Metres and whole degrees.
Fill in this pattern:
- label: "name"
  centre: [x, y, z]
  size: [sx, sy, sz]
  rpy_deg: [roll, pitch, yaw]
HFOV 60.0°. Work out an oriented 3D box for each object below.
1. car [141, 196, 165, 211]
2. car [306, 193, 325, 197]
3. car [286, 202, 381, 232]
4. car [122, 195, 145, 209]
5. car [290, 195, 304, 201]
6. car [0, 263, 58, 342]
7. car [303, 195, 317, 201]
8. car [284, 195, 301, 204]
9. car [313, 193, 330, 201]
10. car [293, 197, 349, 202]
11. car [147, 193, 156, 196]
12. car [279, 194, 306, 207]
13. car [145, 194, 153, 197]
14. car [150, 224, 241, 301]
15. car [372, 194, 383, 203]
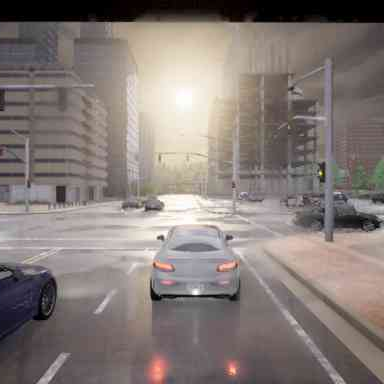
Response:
- label: "car"
  centre: [-4.458, 1.564, 39.904]
  size: [1.994, 1.385, 4.181]
  rpy_deg: [0, 0, 1]
- label: "car"
  centre: [15.972, 1.156, 44.221]
  size: [1.905, 1.878, 3.866]
  rpy_deg: [0, 0, 0]
- label: "car"
  centre: [8.323, 1.504, 19.344]
  size: [4.892, 1.490, 1.837]
  rpy_deg: [0, 0, 0]
- label: "car"
  centre: [-8.074, 1.352, 44.810]
  size: [2.097, 1.767, 4.553]
  rpy_deg: [0, 0, 0]
- label: "car"
  centre: [24.299, 1.395, 76.827]
  size: [1.970, 1.475, 3.806]
  rpy_deg: [0, 0, 0]
- label: "car"
  centre: [-3.441, 1.526, 4.346]
  size: [1.812, 1.442, 4.674]
  rpy_deg: [0, 0, 0]
- label: "car"
  centre: [27.194, 1.364, 76.840]
  size: [1.784, 1.438, 3.905]
  rpy_deg: [0, 0, 0]
- label: "car"
  centre: [18.599, 1.395, 61.700]
  size: [1.970, 1.475, 3.806]
  rpy_deg: [0, 0, 0]
- label: "car"
  centre: [29.877, 1.153, 76.902]
  size: [1.932, 1.855, 4.605]
  rpy_deg: [0, 0, 0]
- label: "car"
  centre: [12.107, 1.491, 30.027]
  size: [4.902, 1.511, 2.128]
  rpy_deg: [0, 0, 0]
- label: "car"
  centre: [-8.183, 1.221, 65.841]
  size: [2.150, 2.045, 5.566]
  rpy_deg: [0, 0, -1]
- label: "car"
  centre: [13.077, 1.153, 44.262]
  size: [1.932, 1.855, 4.605]
  rpy_deg: [0, 0, 0]
- label: "car"
  centre: [-8.148, 1.478, 55.261]
  size: [1.882, 1.535, 5.008]
  rpy_deg: [0, 0, 0]
- label: "car"
  centre: [0.073, 1.526, 8.220]
  size: [1.812, 1.442, 4.674]
  rpy_deg: [0, 0, 0]
- label: "car"
  centre: [35.496, 1.153, 61.866]
  size: [1.932, 1.855, 4.605]
  rpy_deg: [0, 0, 0]
